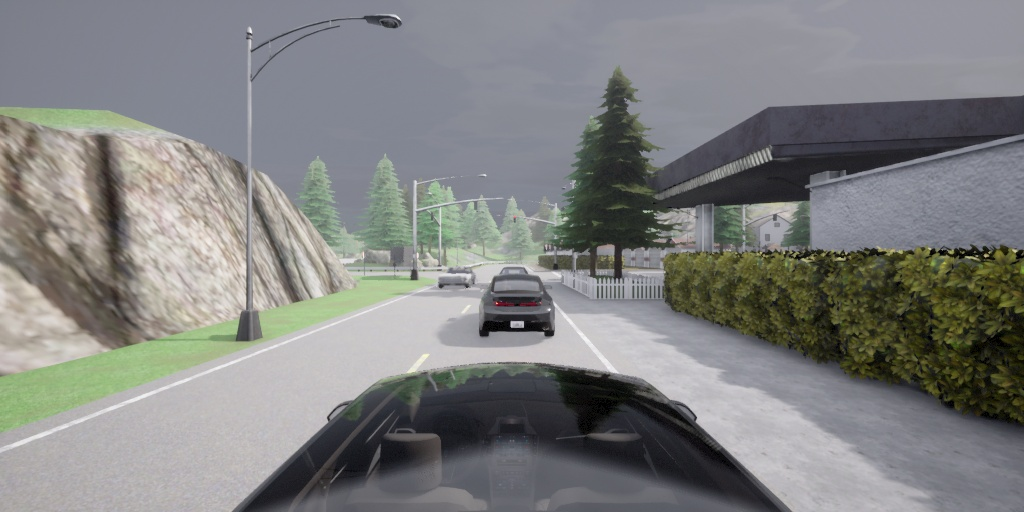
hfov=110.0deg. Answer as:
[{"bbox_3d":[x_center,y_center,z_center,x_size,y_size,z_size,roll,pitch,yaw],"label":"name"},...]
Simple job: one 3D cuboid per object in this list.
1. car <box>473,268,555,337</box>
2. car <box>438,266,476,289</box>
[{"bbox_3d":[0.119,1.255,10.288,1.837,1.490,4.892,0,0,0],"label":"car"},{"bbox_3d":[-3.472,1.351,23.233,1.895,1.301,4.718,0,0,1],"label":"car"}]
